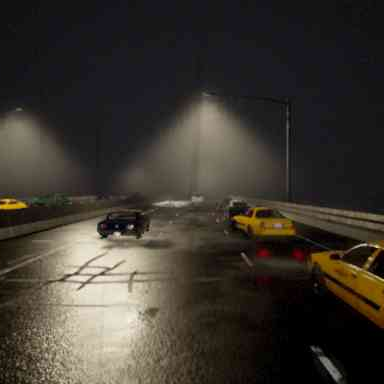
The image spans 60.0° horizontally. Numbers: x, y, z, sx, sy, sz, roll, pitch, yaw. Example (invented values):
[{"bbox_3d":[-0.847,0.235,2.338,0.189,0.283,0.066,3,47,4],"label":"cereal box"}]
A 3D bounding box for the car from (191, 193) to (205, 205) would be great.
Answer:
[{"bbox_3d":[0.999,1.170,57.115,2.150,2.045,5.566,0,0,2],"label":"car"}]

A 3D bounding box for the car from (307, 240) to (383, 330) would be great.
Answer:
[{"bbox_3d":[3.516,1.442,5.511,1.801,1.575,5.366,0,0,0],"label":"car"}]

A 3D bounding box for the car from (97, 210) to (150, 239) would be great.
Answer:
[{"bbox_3d":[-3.286,1.565,17.003,1.895,1.301,4.718,0,0,1],"label":"car"}]

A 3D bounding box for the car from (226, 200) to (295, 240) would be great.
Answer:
[{"bbox_3d":[3.389,1.422,16.877,1.801,1.575,5.366,0,0,-7],"label":"car"}]

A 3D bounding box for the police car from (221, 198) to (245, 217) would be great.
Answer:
[{"bbox_3d":[3.754,1.380,27.275,1.930,1.638,5.238,0,0,1],"label":"police car"}]

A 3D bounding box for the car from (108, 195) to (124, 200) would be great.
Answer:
[{"bbox_3d":[-15.923,1.421,71.678,1.812,1.442,4.674,0,0,2],"label":"car"}]

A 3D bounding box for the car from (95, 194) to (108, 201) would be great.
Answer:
[{"bbox_3d":[-19.400,1.218,72.278,2.097,1.767,4.553,0,0,2],"label":"car"}]

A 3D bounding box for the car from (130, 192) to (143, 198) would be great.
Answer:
[{"bbox_3d":[-12.319,0.926,73.985,2.150,2.045,5.566,0,0,2],"label":"car"}]

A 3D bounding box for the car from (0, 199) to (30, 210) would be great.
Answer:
[{"bbox_3d":[-17.278,1.425,30.531,1.882,1.535,5.008,0,0,1],"label":"car"}]

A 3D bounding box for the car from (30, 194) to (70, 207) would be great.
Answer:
[{"bbox_3d":[-13.742,1.170,32.444,2.150,2.045,5.566,0,0,1],"label":"car"}]

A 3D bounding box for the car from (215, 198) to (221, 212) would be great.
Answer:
[{"bbox_3d":[3.975,1.451,38.085,1.837,1.490,4.892,0,0,1],"label":"car"}]
